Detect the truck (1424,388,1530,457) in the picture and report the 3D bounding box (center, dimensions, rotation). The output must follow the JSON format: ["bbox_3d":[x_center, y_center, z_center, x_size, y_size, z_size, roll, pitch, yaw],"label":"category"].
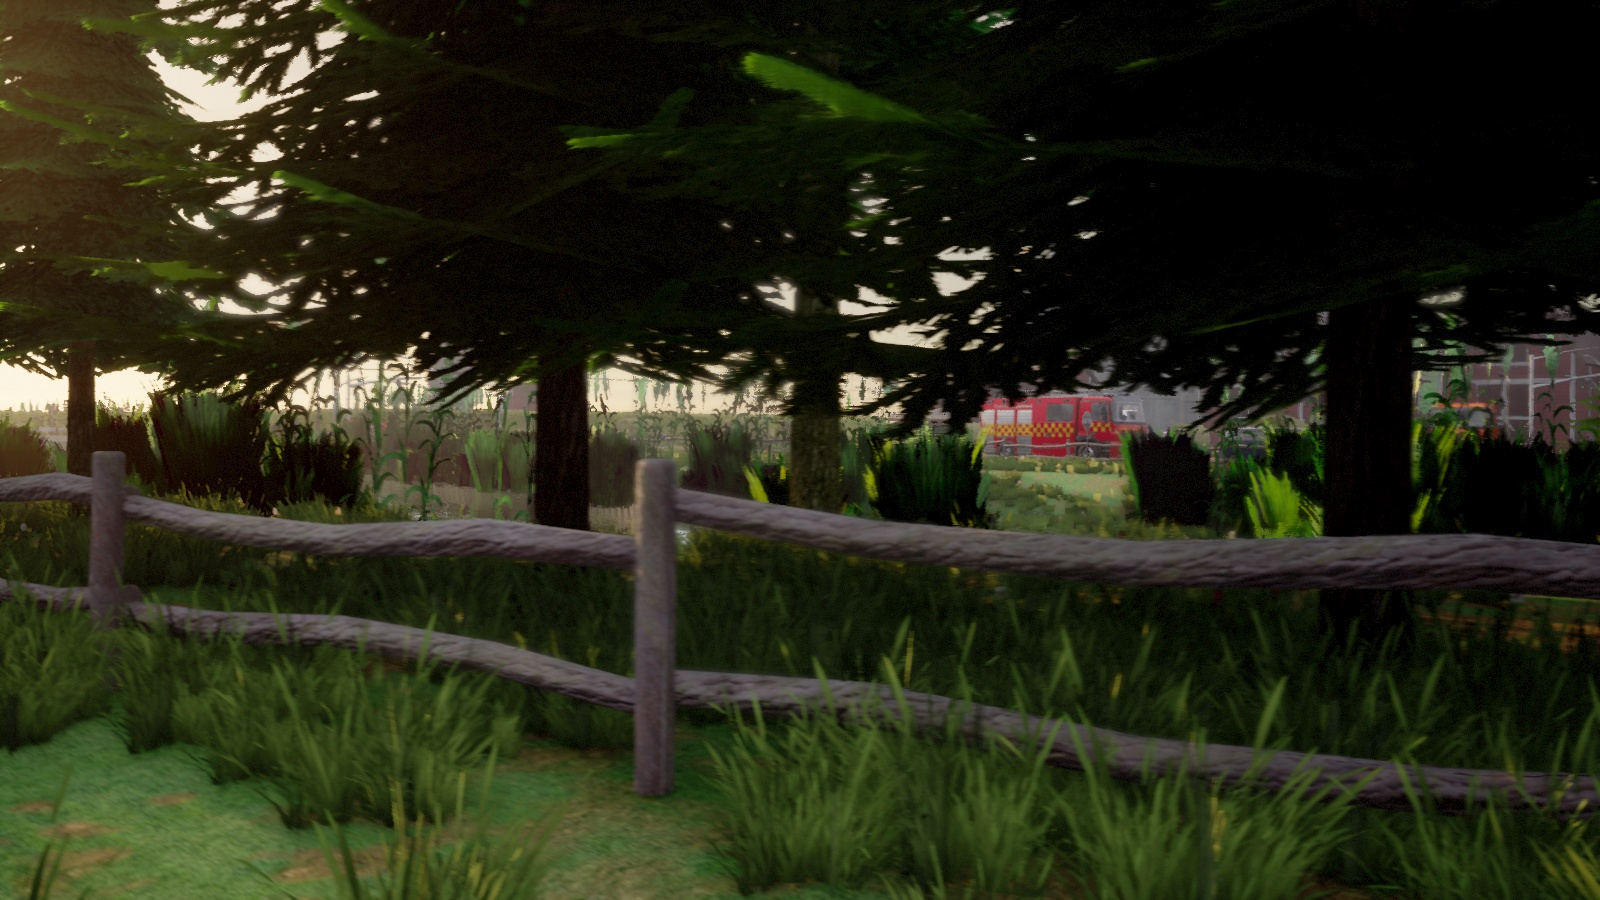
[{"bbox_3d":[36.265,-1.456,67.095,2.891,3.462,7.936,0,1,45],"label":"truck"}]

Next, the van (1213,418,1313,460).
[{"bbox_3d":[22.244,-0.539,60.352,4.442,1.987,1.775,0,1,22],"label":"van"}]

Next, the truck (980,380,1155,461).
[{"bbox_3d":[13.348,-1.423,63.309,2.891,3.827,8.468,-1,1,-43],"label":"truck"}]
